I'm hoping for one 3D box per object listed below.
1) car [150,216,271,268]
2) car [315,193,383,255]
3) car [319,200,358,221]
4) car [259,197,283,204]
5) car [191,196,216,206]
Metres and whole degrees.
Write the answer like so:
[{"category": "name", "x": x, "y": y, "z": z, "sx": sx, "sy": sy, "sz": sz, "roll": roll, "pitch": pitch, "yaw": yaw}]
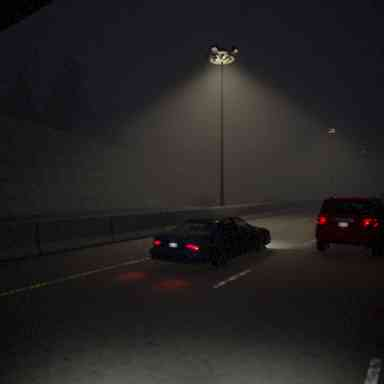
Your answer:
[{"category": "car", "x": 0.897, "y": 1.512, "z": 11.257, "sx": 2.033, "sy": 1.411, "sz": 5.357, "roll": 0, "pitch": 0, "yaw": 34}, {"category": "car", "x": 6.620, "y": 1.180, "z": 13.418, "sx": 2.150, "sy": 2.045, "sz": 5.566, "roll": 0, "pitch": 0, "yaw": 34}, {"category": "car", "x": 12.466, "y": 1.460, "z": 28.139, "sx": 2.033, "sy": 1.411, "sz": 5.357, "roll": 0, "pitch": 0, "yaw": 34}, {"category": "car", "x": 10.474, "y": 1.392, "z": 43.985, "sx": 2.128, "sy": 1.511, "sz": 4.902, "roll": 0, "pitch": 0, "yaw": 34}, {"category": "car", "x": 1.813, "y": 1.400, "z": 49.921, "sx": 1.837, "sy": 1.490, "sz": 4.892, "roll": 0, "pitch": 0, "yaw": 34}]
